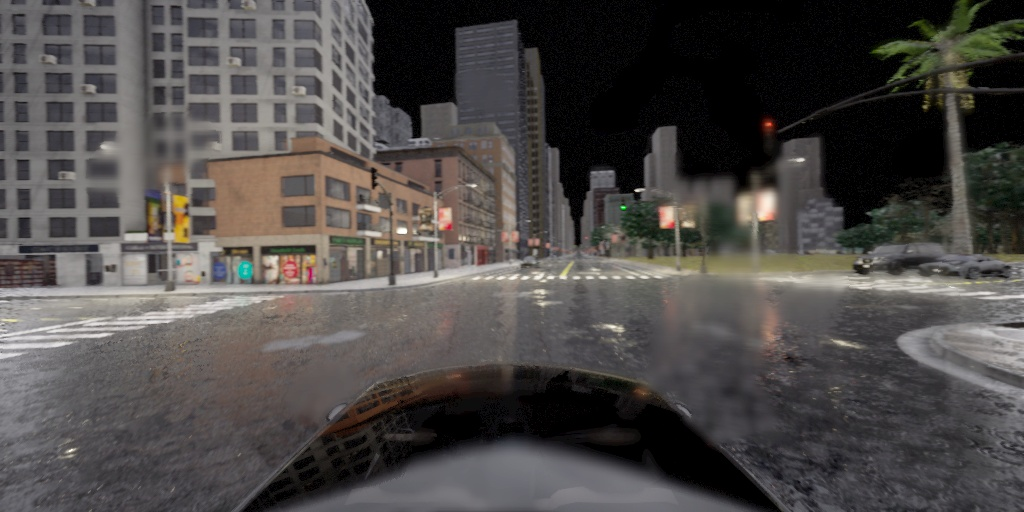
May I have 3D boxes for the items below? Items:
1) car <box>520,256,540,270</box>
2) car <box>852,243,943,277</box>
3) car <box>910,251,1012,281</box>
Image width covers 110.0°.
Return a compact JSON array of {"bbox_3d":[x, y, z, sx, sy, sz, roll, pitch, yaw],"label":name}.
[{"bbox_3d":[2.383,0.791,47.356,2.097,1.767,4.553,-1,0,11],"label":"car"},{"bbox_3d":[25.507,0.236,23.596,5.566,2.045,2.150,-1,0,-11],"label":"car"},{"bbox_3d":[25.587,0.593,20.309,4.181,1.385,1.994,-2,0,-12],"label":"car"}]
